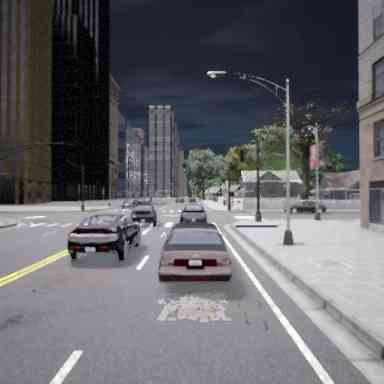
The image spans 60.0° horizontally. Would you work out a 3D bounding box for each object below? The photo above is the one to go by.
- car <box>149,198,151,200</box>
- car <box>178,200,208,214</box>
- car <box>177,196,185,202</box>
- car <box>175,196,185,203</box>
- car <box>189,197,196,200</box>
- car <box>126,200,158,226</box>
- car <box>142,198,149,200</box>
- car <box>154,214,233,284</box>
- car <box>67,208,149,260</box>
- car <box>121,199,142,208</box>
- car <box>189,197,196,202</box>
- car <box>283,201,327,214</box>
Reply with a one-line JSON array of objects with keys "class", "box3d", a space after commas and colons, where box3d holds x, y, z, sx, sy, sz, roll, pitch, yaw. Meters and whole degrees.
[{"class": "car", "box3d": [-9.673, 1.987, 71.823, 1.812, 1.442, 4.674, 0, 0, 0]}, {"class": "car", "box3d": [0.126, 1.628, 24.399, 2.128, 1.511, 4.902, 0, 1, 0]}, {"class": "car", "box3d": [-3.151, 1.962, 92.510, 2.097, 1.767, 4.553, 0, 0, 0]}, {"class": "car", "box3d": [-3.162, 2.058, 82.364, 1.812, 1.442, 4.674, 0, 0, 0]}, {"class": "car", "box3d": [0.089, 2.036, 82.716, 1.837, 1.490, 4.892, 0, 0, 0]}, {"class": "car", "box3d": [-3.610, 1.646, 24.725, 1.837, 1.490, 4.892, 0, 0, -7]}, {"class": "car", "box3d": [-9.727, 1.999, 61.711, 1.895, 1.301, 4.718, 0, 0, 1]}, {"class": "car", "box3d": [0.081, 1.613, 9.807, 2.033, 1.411, 5.357, 0, 0, 0]}, {"class": "car", "box3d": [-3.136, 1.575, 12.692, 2.128, 1.511, 4.902, 0, 0, 0]}, {"class": "car", "box3d": [-9.770, 1.830, 52.392, 2.128, 1.511, 4.902, 0, 0, 1]}, {"class": "car", "box3d": [0.099, 2.134, 92.951, 1.812, 1.442, 4.674, 0, 0, 0]}, {"class": "car", "box3d": [13.324, 1.811, 39.315, 4.892, 1.490, 1.837, 0, -1, 0]}]
